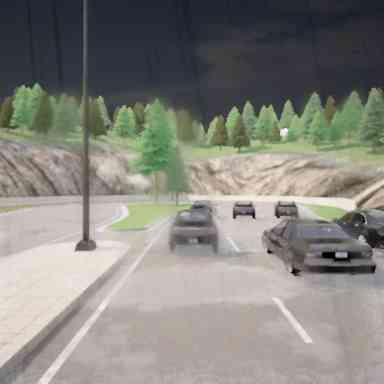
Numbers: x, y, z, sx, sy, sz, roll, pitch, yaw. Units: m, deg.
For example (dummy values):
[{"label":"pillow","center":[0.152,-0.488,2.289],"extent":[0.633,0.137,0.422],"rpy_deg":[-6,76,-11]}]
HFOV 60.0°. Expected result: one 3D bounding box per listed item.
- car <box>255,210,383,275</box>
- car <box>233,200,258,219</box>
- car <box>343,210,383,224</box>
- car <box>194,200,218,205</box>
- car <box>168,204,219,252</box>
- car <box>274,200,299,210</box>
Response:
[{"label":"car","center":[3.549,1.530,10.363],"extent":[2.033,1.411,5.357],"rpy_deg":[0,0,1]},{"label":"car","center":[4.626,1.443,28.875],"extent":[2.128,1.511,4.902],"rpy_deg":[0,0,11]},{"label":"car","center":[7.079,1.480,13.462],"extent":[1.837,1.490,4.892],"rpy_deg":[0,0,1]},{"label":"car","center":[1.103,1.457,29.066],"extent":[1.837,1.490,4.892],"rpy_deg":[-1,0,11]},{"label":"car","center":[0.084,1.468,13.817],"extent":[2.128,1.511,4.902],"rpy_deg":[0,0,1]},{"label":"car","center":[8.161,1.443,28.781],"extent":[2.128,1.511,4.902],"rpy_deg":[0,0,12]}]
